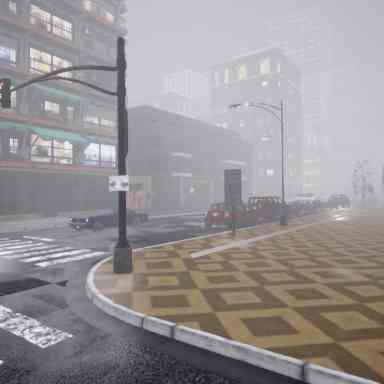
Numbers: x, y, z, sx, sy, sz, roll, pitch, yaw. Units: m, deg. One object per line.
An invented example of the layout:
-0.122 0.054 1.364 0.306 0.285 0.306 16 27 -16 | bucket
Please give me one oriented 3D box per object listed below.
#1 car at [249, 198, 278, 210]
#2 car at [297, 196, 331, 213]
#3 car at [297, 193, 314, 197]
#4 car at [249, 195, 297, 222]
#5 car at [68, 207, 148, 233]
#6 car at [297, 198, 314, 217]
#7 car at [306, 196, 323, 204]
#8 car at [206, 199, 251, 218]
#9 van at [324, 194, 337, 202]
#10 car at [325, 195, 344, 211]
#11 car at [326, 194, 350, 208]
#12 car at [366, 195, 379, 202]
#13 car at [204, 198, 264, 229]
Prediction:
9.350 1.492 43.280 1.752 1.417 4.829 -1 0 36 | car
12.473 1.423 34.239 1.887 1.381 4.507 -1 0 36 | car
16.197 1.123 48.255 2.150 2.045 5.566 -1 -1 37 | car
5.832 1.217 25.237 2.192 1.841 5.009 -1 0 36 | car
-4.883 1.594 19.841 1.895 1.301 4.718 -1 0 37 | car
9.154 1.472 29.737 1.802 1.307 4.206 -1 0 36 | car
22.629 1.442 61.286 1.752 1.417 4.829 -1 0 36 | car
3.504 1.441 31.204 1.882 1.535 5.008 -1 0 36 | car
29.367 1.232 70.426 1.690 1.788 3.998 -1 0 36 | van
15.793 1.417 38.740 2.008 1.369 4.403 -1 0 36 | car
19.110 1.169 43.243 2.192 1.841 5.009 -1 0 36 | car
35.710 1.335 65.748 1.887 1.381 4.507 -1 0 36 | car
2.513 1.354 20.735 1.967 1.590 4.097 -1 0 36 | car
